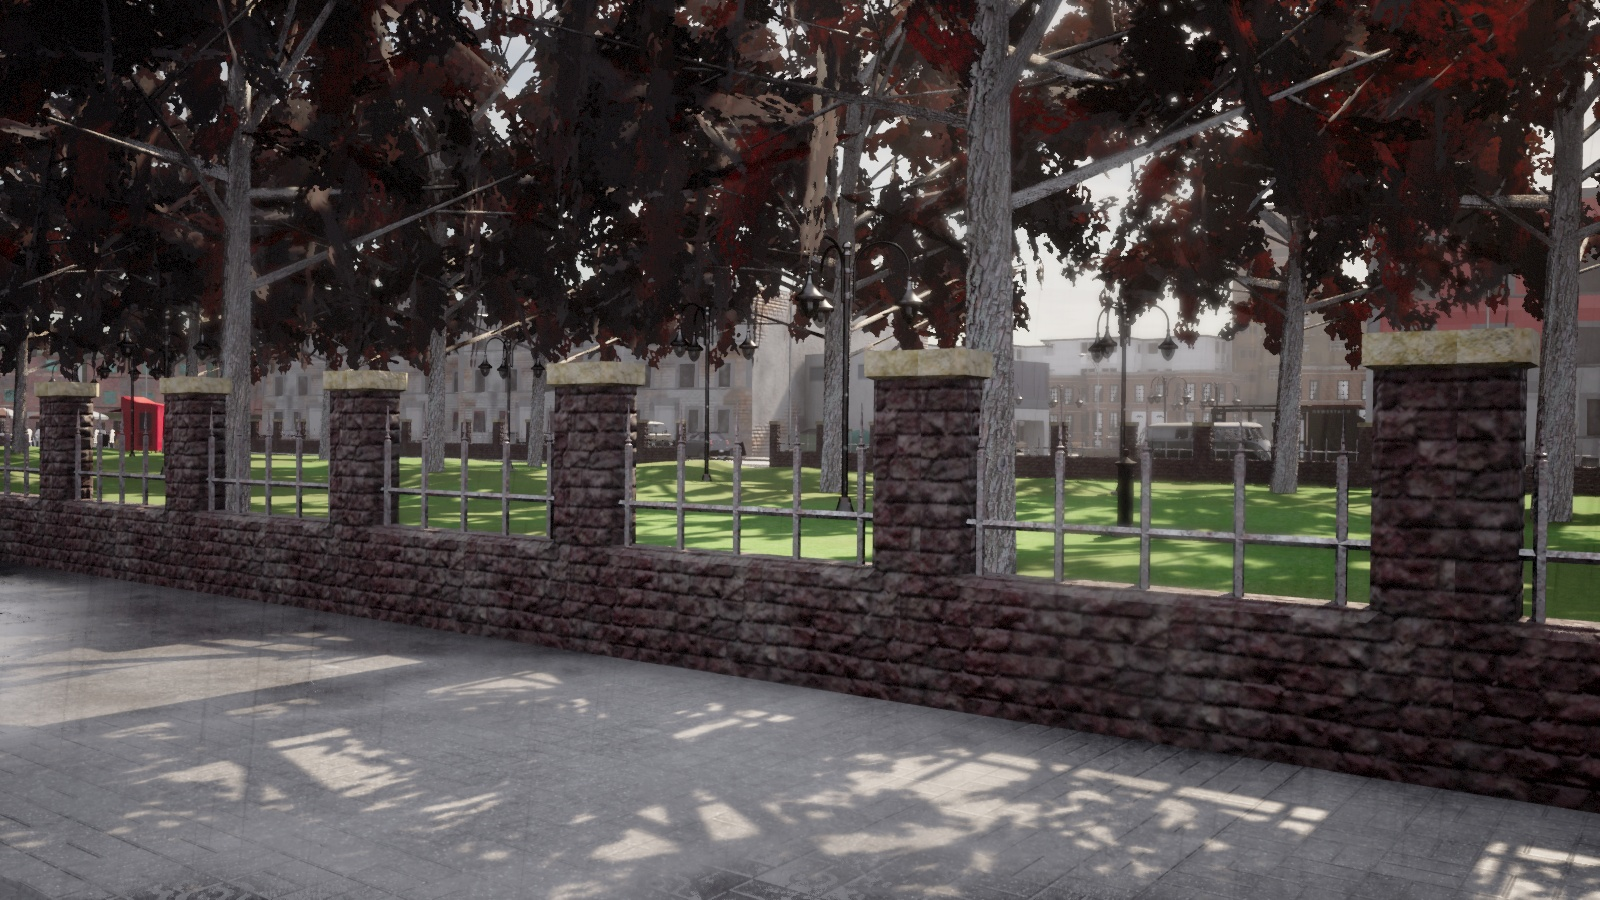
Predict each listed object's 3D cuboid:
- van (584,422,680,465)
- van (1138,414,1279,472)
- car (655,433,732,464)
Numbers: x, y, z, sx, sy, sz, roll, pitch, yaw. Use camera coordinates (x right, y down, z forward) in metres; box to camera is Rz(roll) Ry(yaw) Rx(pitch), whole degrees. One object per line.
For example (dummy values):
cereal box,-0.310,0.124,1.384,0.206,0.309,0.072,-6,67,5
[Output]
van,-8.267,-0.312,61.667,4.480,2.038,2.069,0,1,36
van,14.553,-0.260,44.835,4.442,1.987,1.775,0,1,36
car,-5.501,-0.087,64.602,3.633,1.501,1.845,0,1,36
